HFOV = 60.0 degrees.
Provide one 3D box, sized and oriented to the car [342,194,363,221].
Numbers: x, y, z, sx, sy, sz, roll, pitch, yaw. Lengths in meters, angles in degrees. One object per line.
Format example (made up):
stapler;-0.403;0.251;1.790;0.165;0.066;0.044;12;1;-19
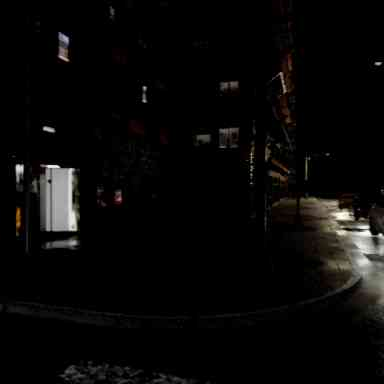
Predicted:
car;11.788;1.089;22.540;2.128;1.511;4.902;1;1;19

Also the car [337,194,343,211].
car;15.183;0.944;32.214;1.882;1.535;5.008;1;1;20

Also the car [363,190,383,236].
car;8.507;0.947;13.128;2.150;2.045;5.566;1;1;19
